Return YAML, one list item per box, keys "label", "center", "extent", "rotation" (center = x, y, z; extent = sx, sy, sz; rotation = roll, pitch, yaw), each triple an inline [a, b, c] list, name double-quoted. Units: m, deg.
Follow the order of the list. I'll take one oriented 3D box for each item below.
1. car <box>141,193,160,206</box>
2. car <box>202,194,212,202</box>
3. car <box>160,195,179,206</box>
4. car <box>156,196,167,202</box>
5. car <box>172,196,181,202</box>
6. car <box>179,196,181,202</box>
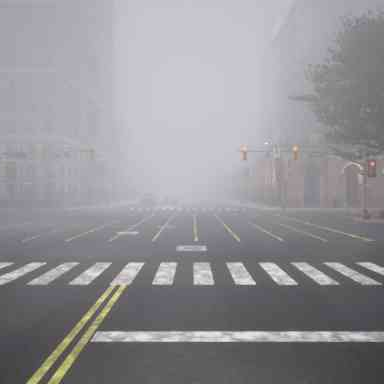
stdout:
- label: "car"
  center: [-7.186, 1.221, 55.736]
  extent: [2.150, 2.045, 5.566]
  rotation: [0, 0, 0]
- label: "car"
  center: [3.540, 1.355, 78.288]
  extent: [2.097, 1.767, 4.553]
  rotation: [0, 0, 0]
- label: "car"
  center: [-3.683, 1.491, 55.465]
  extent: [2.128, 1.511, 4.902]
  rotation: [0, 0, 0]
- label: "car"
  center: [-6.979, 1.595, 76.189]
  extent: [1.895, 1.301, 4.718]
  rotation: [0, 0, 0]
- label: "car"
  center: [-3.483, 1.595, 75.745]
  extent: [1.895, 1.301, 4.718]
  rotation: [0, 0, 0]
- label: "car"
  center: [-3.613, 1.547, 65.438]
  extent: [2.033, 1.411, 5.357]
  rotation: [0, 0, 1]
